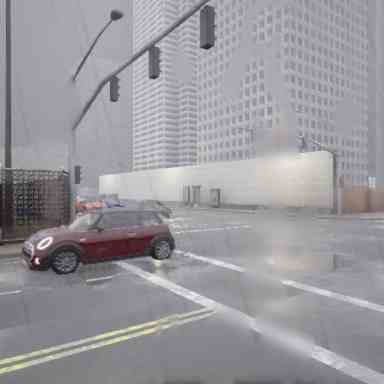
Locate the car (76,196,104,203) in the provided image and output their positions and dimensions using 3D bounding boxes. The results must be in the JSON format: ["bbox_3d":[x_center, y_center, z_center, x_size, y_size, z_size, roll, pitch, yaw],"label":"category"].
[{"bbox_3d":[-10.028,1.297,32.819,2.097,1.767,4.553,0,0,-35],"label":"car"}]

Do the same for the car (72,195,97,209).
[{"bbox_3d":[-14.843,1.297,45.699,2.097,1.767,4.553,0,0,-35],"label":"car"}]

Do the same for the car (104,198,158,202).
[{"bbox_3d":[-4.722,1.422,25.331,1.882,1.535,5.008,0,0,-35],"label":"car"}]

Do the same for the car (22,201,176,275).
[{"bbox_3d":[-2.833,1.345,10.565,4.553,1.767,2.097,0,0,-35],"label":"car"}]

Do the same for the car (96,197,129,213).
[{"bbox_3d":[-9.008,1.422,37.441,1.882,1.535,5.008,0,0,-35],"label":"car"}]

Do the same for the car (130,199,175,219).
[{"bbox_3d":[-3.653,1.449,29.878,1.837,1.490,4.892,0,0,-35],"label":"car"}]
